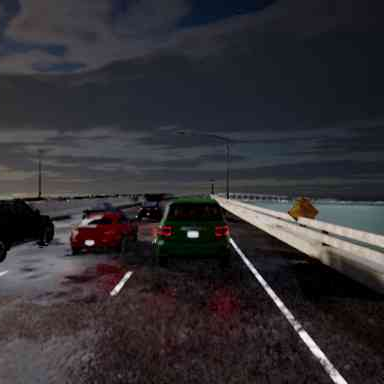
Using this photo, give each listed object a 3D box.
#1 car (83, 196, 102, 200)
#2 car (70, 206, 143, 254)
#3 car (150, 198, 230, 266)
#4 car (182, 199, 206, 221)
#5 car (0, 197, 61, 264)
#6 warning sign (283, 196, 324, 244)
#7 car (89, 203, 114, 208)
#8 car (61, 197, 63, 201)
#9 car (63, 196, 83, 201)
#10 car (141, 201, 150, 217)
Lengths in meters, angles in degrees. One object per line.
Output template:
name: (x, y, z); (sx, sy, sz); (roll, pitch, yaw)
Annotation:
car: (-16.897, 1.502, 58.389); (1.837, 1.490, 4.892); (0, 0, 2)
car: (-3.407, 1.530, 13.490); (1.812, 1.442, 4.674); (0, 0, 1)
car: (0.066, 1.227, 11.674); (2.150, 2.045, 5.566); (0, 0, 1)
car: (0.226, 1.482, 28.910); (1.882, 1.535, 5.008); (0, 0, 1)
car: (-6.933, 1.227, 11.746); (2.150, 2.045, 5.566); (0, 0, 1)
warning sign: (4.575, 1.120, 13.702); (1.300, 1.860, 1.060); (-1, -1, 0)
car: (-6.841, 1.554, 25.604); (2.033, 1.411, 5.357); (0, 0, 1)
car: (-23.874, 1.548, 58.551); (2.033, 1.411, 5.357); (0, 0, 2)
car: (-20.390, 1.525, 58.473); (1.812, 1.442, 4.674); (0, 0, 2)
car: (-3.297, 1.498, 27.771); (2.128, 1.511, 4.902); (0, 0, 1)
